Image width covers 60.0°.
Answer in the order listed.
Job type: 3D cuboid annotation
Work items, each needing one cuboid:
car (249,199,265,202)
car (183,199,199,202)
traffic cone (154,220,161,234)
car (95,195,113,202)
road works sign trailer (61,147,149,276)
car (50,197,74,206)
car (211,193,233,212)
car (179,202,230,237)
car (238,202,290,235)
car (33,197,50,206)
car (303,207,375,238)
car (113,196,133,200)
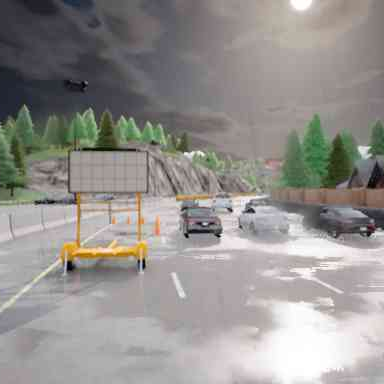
[{"bbox_3d":[6.713,1.466,34.523,2.033,1.411,5.357,0,0,2],"label":"car"},{"bbox_3d":[-0.133,1.478,37.568,1.994,1.385,4.181,0,0,2],"label":"car"},{"bbox_3d":[-1.804,1.917,17.455,0.340,0.580,0.340,0,0,-6],"label":"traffic cone"},{"bbox_3d":[-15.654,1.367,59.526,2.128,1.511,4.902,0,0,10],"label":"car"},{"bbox_3d":[-2.538,0.442,10.333,2.380,3.560,2.880,0,0,-6],"label":"road works sign trailer"},{"bbox_3d":[-20.093,1.438,53.597,2.033,1.411,5.357,0,0,7],"label":"car"},{"bbox_3d":[3.305,1.135,37.099,2.150,2.045,5.566,0,0,2],"label":"car"},{"bbox_3d":[0.360,1.507,17.699,2.033,1.411,5.357,0,0,-5],"label":"car"},{"bbox_3d":[3.846,1.482,18.311,1.812,1.442,4.674,0,0,-5],"label":"car"},{"bbox_3d":[-23.579,1.493,53.760,1.895,1.301,4.718,0,0,7],"label":"car"},{"bbox_3d":[7.454,1.483,17.252,1.812,1.442,4.674,0,0,-6],"label":"car"},{"bbox_3d":[-12.051,1.398,59.885,1.812,1.442,4.674,0,0,10],"label":"car"}]
